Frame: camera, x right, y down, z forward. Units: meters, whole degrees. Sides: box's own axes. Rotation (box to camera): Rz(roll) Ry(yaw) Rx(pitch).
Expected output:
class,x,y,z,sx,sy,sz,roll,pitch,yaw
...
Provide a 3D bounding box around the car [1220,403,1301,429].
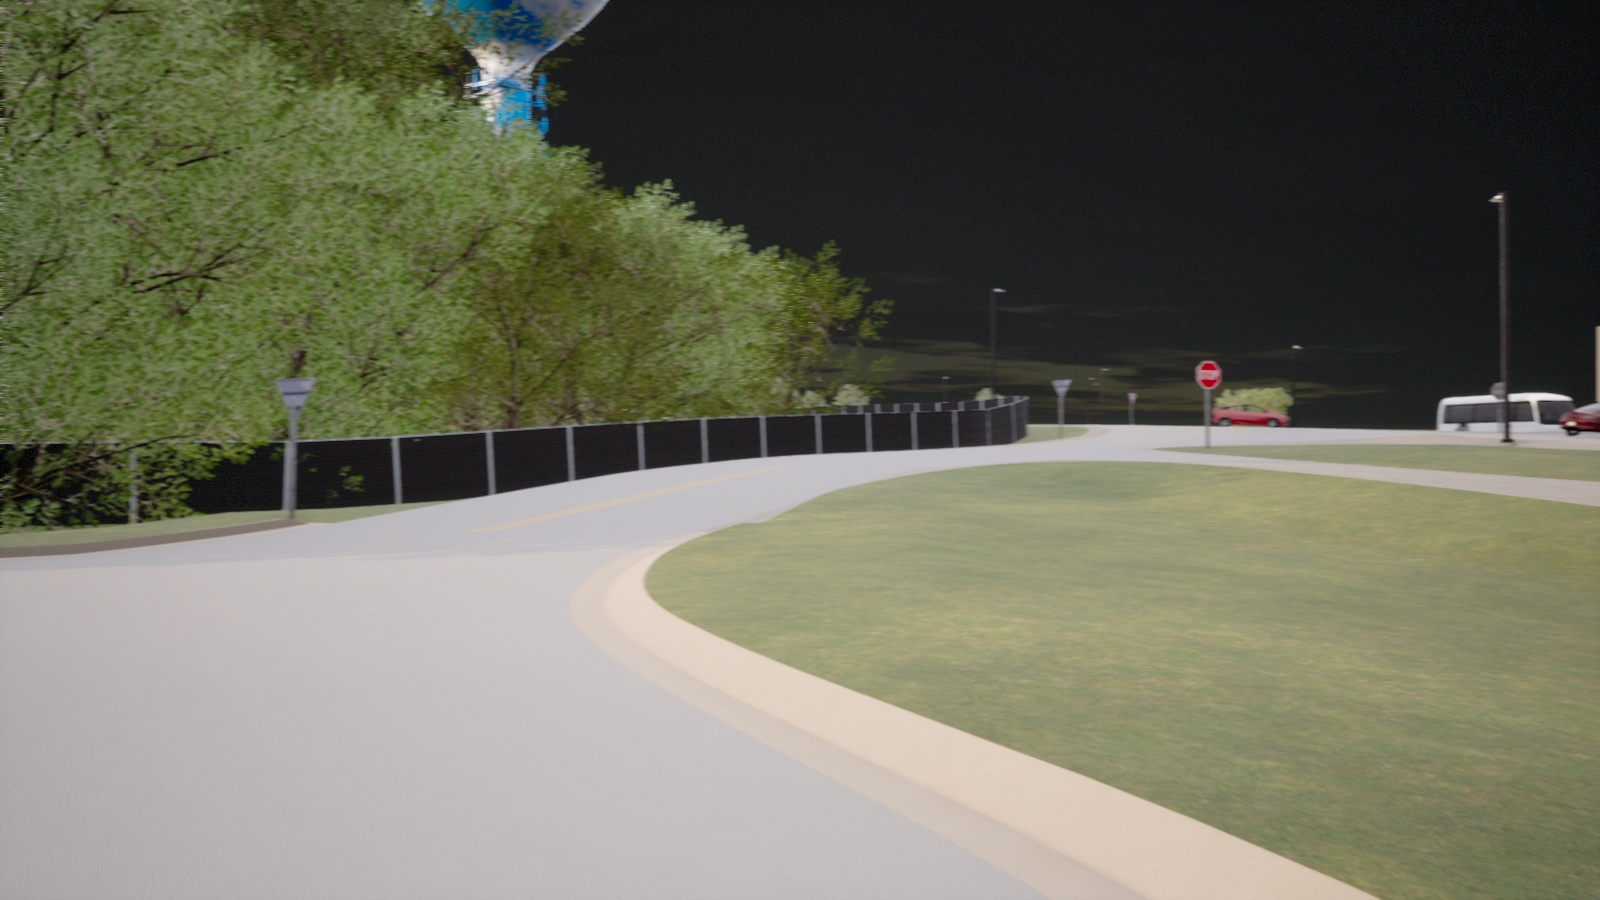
class,x,y,z,sx,sy,sz,roll,pitch,yaw
car,28.314,-2.097,77.263,4.514,1.525,2.007,2,1,24

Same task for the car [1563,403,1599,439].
class,x,y,z,sx,sy,sz,roll,pitch,yaw
car,34.766,-1.209,52.845,4.674,1.442,1.812,1,3,-16
